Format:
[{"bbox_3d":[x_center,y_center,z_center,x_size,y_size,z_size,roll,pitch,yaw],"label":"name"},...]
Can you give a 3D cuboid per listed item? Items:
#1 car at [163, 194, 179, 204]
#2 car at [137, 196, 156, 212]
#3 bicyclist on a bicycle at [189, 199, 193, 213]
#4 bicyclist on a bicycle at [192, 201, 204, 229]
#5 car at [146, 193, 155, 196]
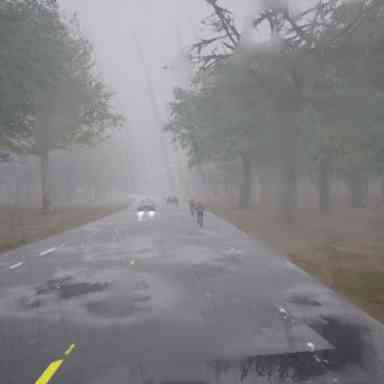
[{"bbox_3d":[-3.477,1.226,58.211,2.097,1.767,4.553,0,0,-6],"label":"car"},{"bbox_3d":[-5.186,1.516,38.375,1.994,1.385,4.181,0,0,-4],"label":"car"},{"bbox_3d":[0.030,1.406,29.238,0.582,1.620,1.656,0,0,-3],"label":"bicyclist on a bicycle"},{"bbox_3d":[0.497,1.423,20.187,0.582,1.620,1.656,0,0,-2],"label":"bicyclist on a bicycle"},{"bbox_3d":[-9.919,0.944,78.656,1.837,1.490,4.892,-1,0,-9],"label":"car"}]
